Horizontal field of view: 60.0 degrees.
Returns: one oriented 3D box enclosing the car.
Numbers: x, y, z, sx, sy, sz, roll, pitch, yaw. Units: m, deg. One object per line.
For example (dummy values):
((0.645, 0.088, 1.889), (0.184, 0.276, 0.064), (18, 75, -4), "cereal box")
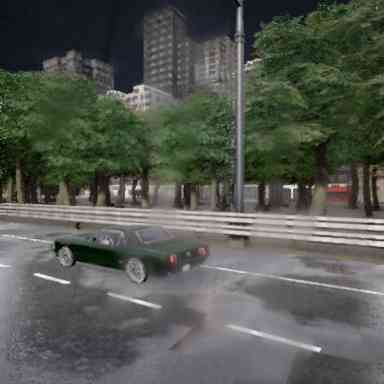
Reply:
((-1.949, 1.597, 9.560), (4.718, 1.301, 1.895), (0, 0, 36), "car")
